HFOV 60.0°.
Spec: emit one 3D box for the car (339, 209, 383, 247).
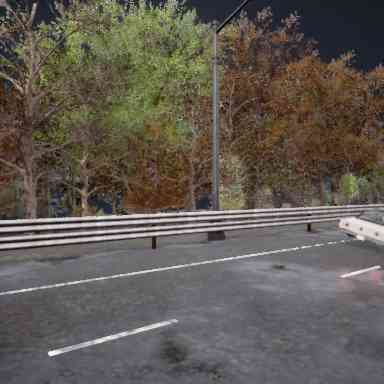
[{"bbox_3d":[8.259,1.448,13.862,4.718,1.301,1.895,0,12,-35],"label":"car"}]
